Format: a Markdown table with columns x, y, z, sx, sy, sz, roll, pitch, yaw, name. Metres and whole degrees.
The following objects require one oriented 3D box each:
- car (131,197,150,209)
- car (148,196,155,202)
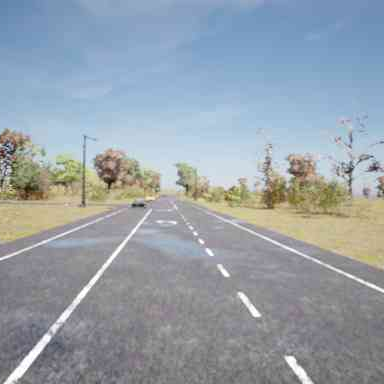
| x | y | z | sx | sy | sz | roll | pitch | yaw | name |
| --- | --- | --- | --- | --- | --- | --- | --- | --- | --- |
| -7.328 | 1.673 | 46.310 | 1.895 | 1.301 | 4.718 | 1 | 0 | -5 | car |
| -10.064 | 1.608 | 81.262 | 1.882 | 1.535 | 5.008 | 1 | 0 | -5 | car |
